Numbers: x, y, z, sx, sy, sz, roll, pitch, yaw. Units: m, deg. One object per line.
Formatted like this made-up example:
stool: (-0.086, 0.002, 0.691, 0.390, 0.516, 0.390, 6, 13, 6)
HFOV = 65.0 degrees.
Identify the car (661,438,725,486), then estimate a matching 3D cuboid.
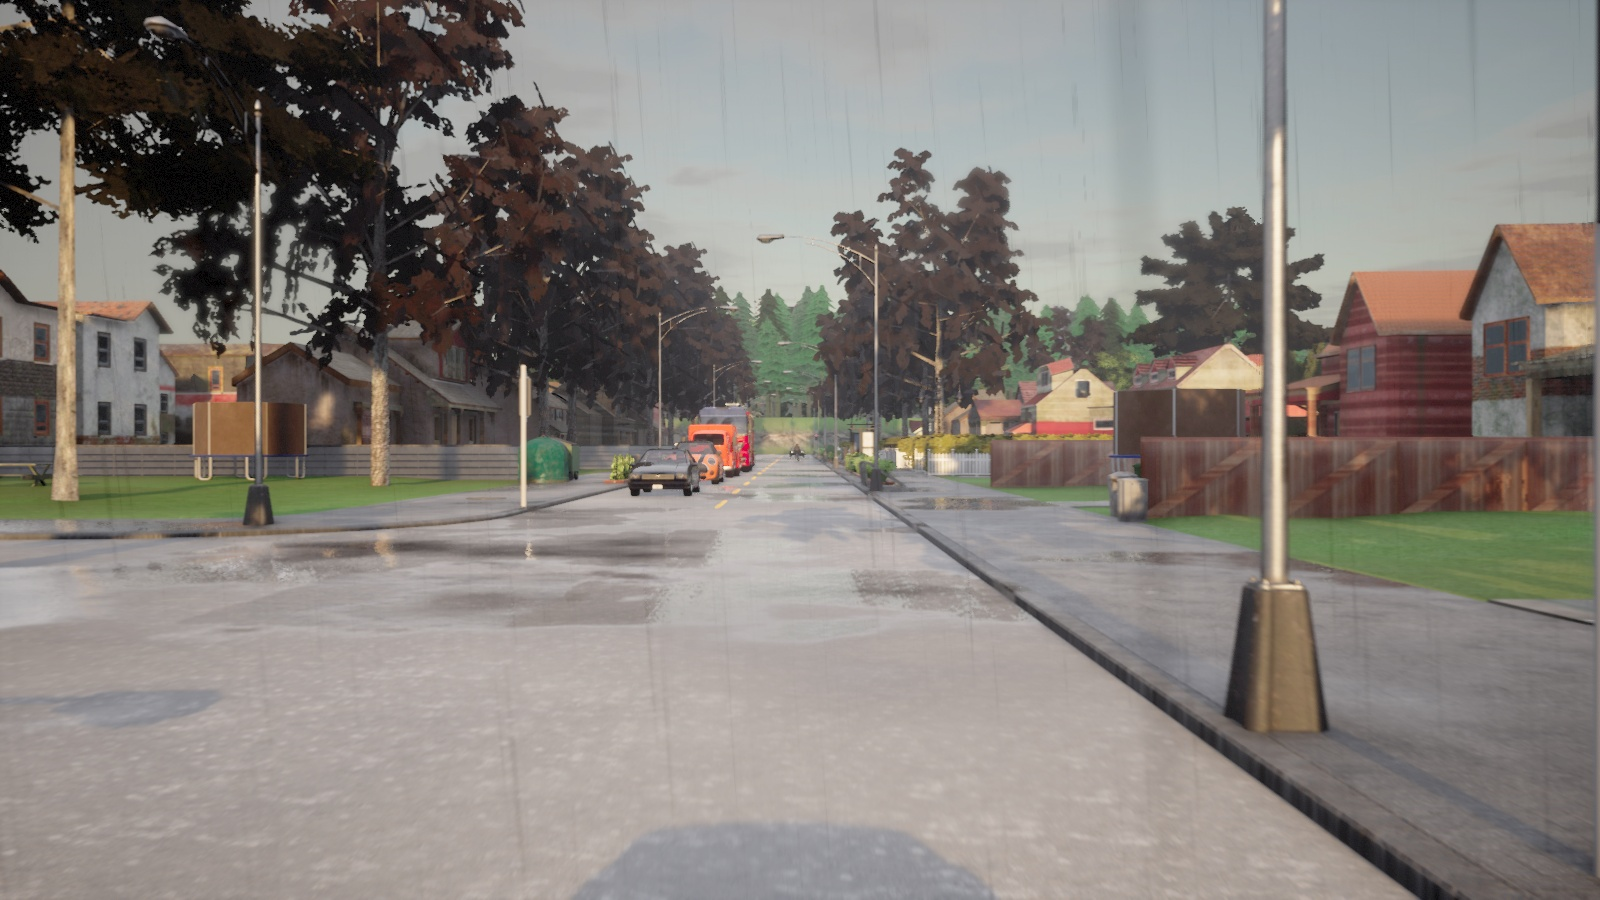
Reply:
car: (-4.078, 0.418, 48.576, 2.097, 1.767, 4.553, 0, 0, 0)

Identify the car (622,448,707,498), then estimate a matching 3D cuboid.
car: (-4.061, 0.645, 38.420, 2.033, 1.411, 5.357, 0, 0, 0)

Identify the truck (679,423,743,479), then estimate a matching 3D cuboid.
truck: (-4.102, 0.033, 58.810, 2.627, 2.467, 5.204, 0, 0, 0)

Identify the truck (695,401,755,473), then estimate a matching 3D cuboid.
truck: (-4.126, -0.690, 70.705, 2.891, 3.827, 8.468, 0, 0, 0)
